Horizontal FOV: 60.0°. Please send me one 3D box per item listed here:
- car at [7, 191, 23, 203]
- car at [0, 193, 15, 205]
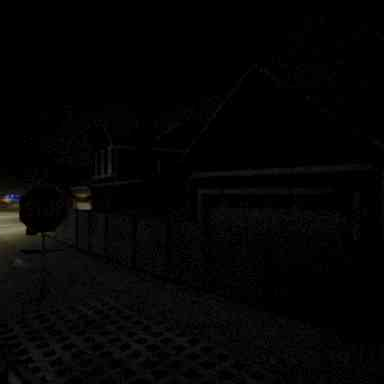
[{"bbox_3d":[-31.690,0.842,59.507,2.150,2.045,5.566,0,0,-19],"label":"car"},{"bbox_3d":[-28.512,1.293,50.030,1.895,1.301,4.718,0,0,-19],"label":"car"}]
